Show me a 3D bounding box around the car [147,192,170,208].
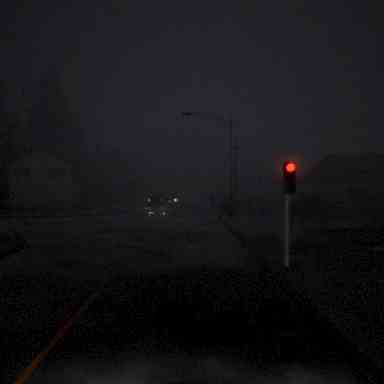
[{"bbox_3d":[-4.083,0.875,39.411,2.097,1.767,4.553,0,1,0],"label":"car"}]

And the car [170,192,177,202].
[{"bbox_3d":[-4.053,0.806,55.572,1.882,1.535,5.008,0,1,0],"label":"car"}]
